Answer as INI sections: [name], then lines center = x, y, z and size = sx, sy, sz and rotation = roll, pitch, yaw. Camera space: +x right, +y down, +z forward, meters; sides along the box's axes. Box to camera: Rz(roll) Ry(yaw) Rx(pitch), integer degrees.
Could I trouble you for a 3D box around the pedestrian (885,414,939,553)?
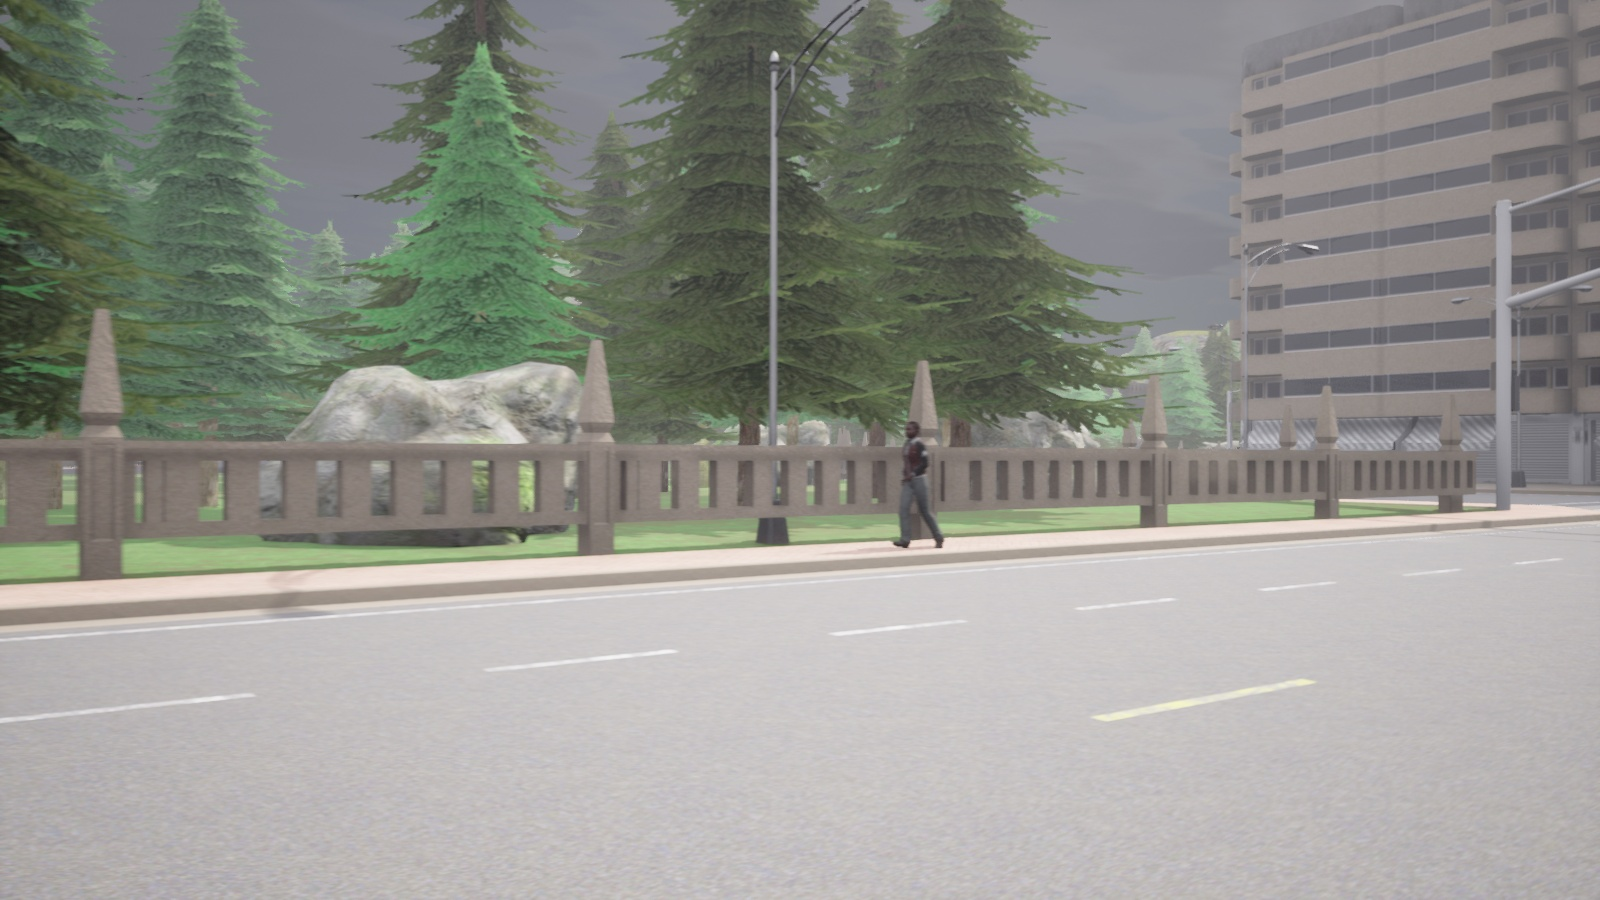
[pedestrian]
center = 1.581, 0.464, 17.765
size = 0.666, 1.930, 0.402
rotation = 0, 0, -37
